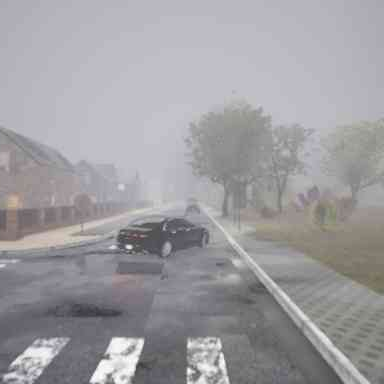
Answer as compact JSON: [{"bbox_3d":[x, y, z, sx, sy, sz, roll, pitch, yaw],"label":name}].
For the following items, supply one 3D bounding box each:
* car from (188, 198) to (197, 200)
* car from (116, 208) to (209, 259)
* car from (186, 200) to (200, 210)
[{"bbox_3d":[0.052,2.113,63.492,2.150,2.045,5.566,0,-1,0],"label":"car"},{"bbox_3d":[-0.986,1.679,13.600,1.837,1.490,4.892,3,1,30],"label":"car"},{"bbox_3d":[0.128,2.139,45.361,1.812,1.442,4.674,0,-1,0],"label":"car"}]
